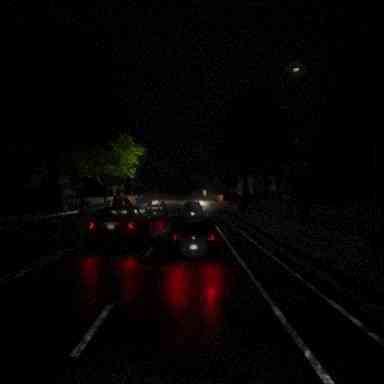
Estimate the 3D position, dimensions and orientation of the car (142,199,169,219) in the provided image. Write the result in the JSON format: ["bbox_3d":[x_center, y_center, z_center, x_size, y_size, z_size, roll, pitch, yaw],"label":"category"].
[{"bbox_3d":[-3.187,1.605,30.648,2.128,1.511,4.902,0,0,0],"label":"car"}]

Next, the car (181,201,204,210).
[{"bbox_3d":[0.064,1.619,30.749,1.837,1.490,4.892,0,0,0],"label":"car"}]

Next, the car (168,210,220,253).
[{"bbox_3d":[0.071,1.653,13.940,1.895,1.301,4.718,0,0,0],"label":"car"}]

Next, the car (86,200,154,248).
[{"bbox_3d":[-3.180,1.410,15.256,2.097,1.767,4.553,0,0,1],"label":"car"}]

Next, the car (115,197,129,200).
[{"bbox_3d":[-9.869,1.523,46.222,2.097,1.767,4.553,0,0,0],"label":"car"}]
